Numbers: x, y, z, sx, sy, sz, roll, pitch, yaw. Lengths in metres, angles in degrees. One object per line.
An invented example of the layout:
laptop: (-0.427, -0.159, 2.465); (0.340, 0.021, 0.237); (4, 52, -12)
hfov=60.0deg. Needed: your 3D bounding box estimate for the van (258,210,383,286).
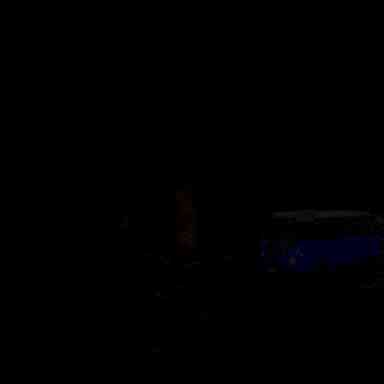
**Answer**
van: (3.641, 1.424, 9.363); (3.998, 1.788, 1.690); (1, 0, -36)
